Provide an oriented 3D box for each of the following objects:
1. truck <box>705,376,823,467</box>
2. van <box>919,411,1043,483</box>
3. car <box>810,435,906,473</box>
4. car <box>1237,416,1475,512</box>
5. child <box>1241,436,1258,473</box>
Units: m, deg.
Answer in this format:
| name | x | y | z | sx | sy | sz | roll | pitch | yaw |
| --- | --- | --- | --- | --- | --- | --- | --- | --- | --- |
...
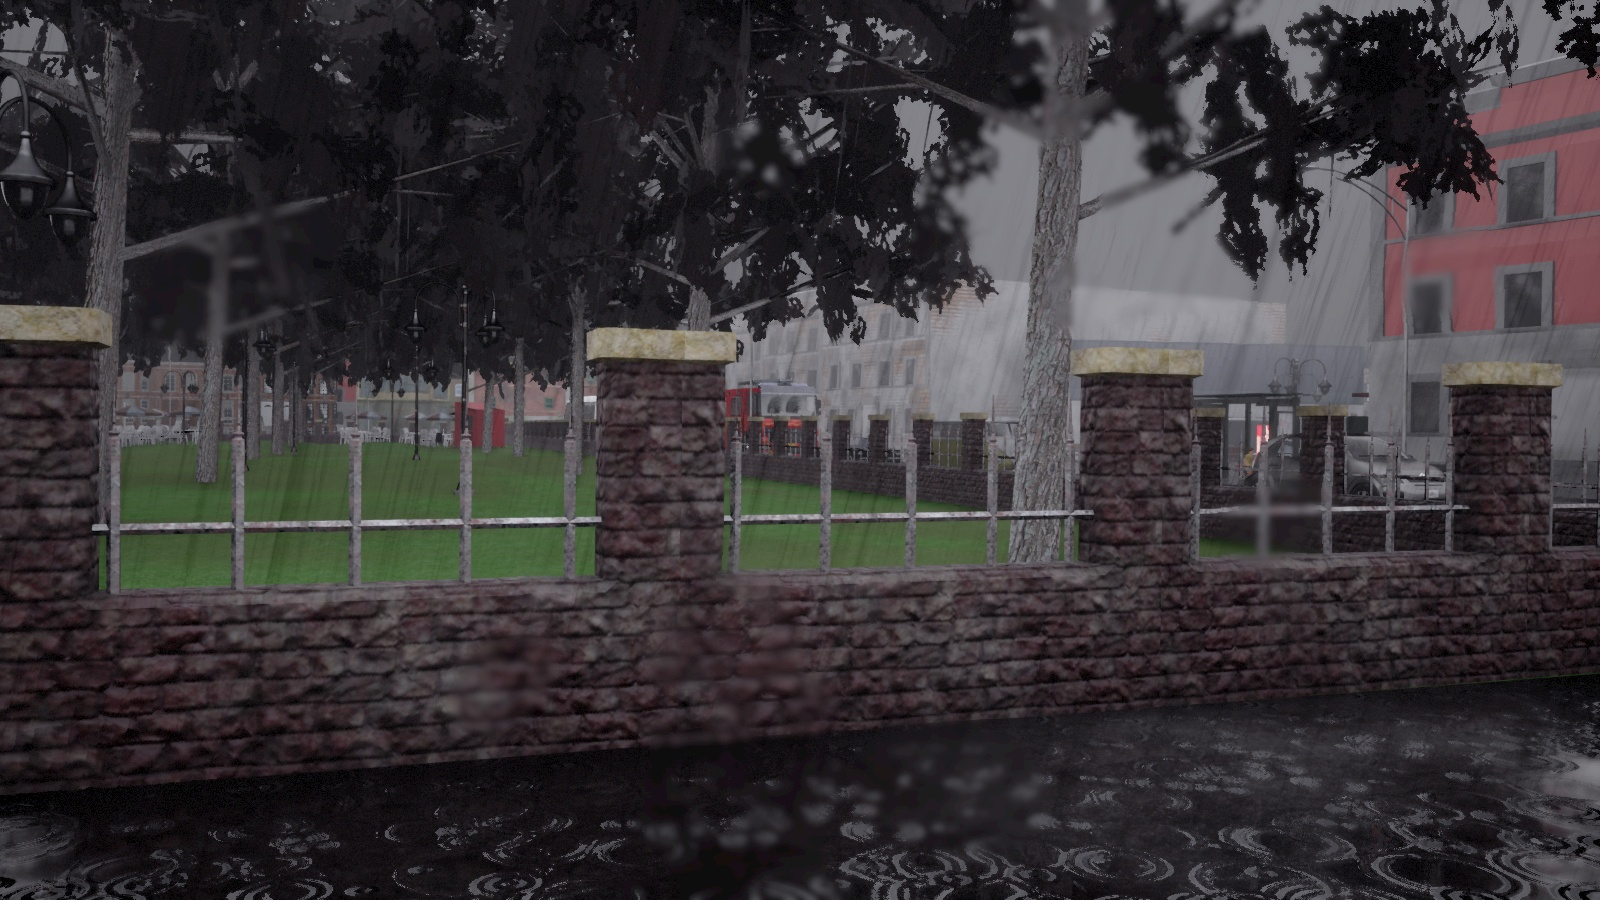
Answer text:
| name | x | y | z | sx | sy | sz | roll | pitch | yaw |
| --- | --- | --- | --- | --- | --- | --- | --- | --- | --- |
| truck | -1.803 | -1.282 | 57.441 | 2.891 | 3.827 | 8.468 | -1 | 1 | -20 |
| van | 5.323 | -0.116 | 37.445 | 1.775 | 1.987 | 4.442 | -1 | 1 | -20 |
| car | 2.087 | 0.118 | 46.563 | 1.895 | 1.301 | 4.718 | -1 | 1 | -20 |
| car | 10.278 | 0.202 | 23.553 | 1.851 | 1.617 | 3.988 | -1 | 1 | -19 |
| child | 13.461 | 0.130 | 37.609 | 0.255 | 1.110 | 0.394 | -1 | 1 | -27 |
